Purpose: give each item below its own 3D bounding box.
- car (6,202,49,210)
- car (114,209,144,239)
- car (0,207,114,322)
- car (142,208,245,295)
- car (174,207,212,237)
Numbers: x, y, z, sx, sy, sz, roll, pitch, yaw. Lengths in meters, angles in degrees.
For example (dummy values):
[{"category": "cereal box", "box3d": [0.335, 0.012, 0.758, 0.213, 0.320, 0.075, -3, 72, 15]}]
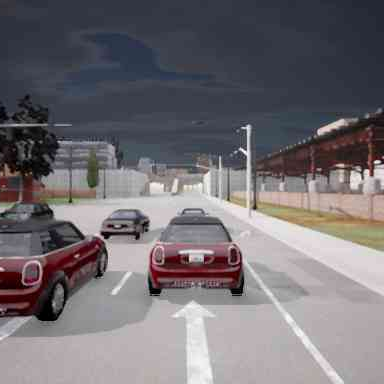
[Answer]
[{"category": "car", "box3d": [-10.532, 1.458, 21.154, 2.097, 1.767, 4.553, 0, 0, 0]}, {"category": "car", "box3d": [-3.425, 1.631, 17.792, 2.033, 1.411, 5.357, 0, 0, 0]}, {"category": "car", "box3d": [-3.409, 1.402, 7.508, 2.097, 1.767, 4.553, 0, 0, 0]}, {"category": "car", "box3d": [0.087, 1.406, 9.047, 2.097, 1.767, 4.553, 0, 0, 0]}, {"category": "car", "box3d": [0.071, 1.652, 19.557, 1.994, 1.385, 4.181, 0, 0, 0]}]
